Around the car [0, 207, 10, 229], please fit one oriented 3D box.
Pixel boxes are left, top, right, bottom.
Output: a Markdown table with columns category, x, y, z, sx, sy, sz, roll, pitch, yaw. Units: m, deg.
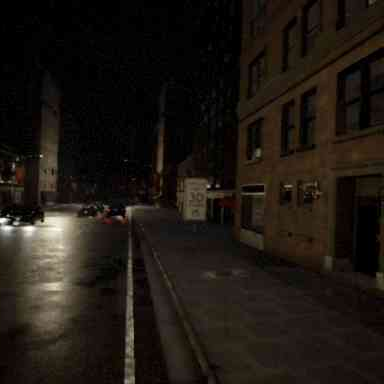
| category | x | y | z | sx | sy | sz | roll | pitch | yaw |
| --- | --- | --- | --- | --- | --- | --- | --- | --- | --- |
| car | -11.511 | 1.647 | 16.916 | 2.033 | 1.411 | 5.357 | 2 | -2 | -11 |

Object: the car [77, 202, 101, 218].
| category | x | y | z | sx | sy | sz | roll | pitch | yaw |
| --- | --- | --- | --- | --- | --- | --- | --- | --- | --- |
| car | -12.107 | 2.230 | 38.674 | 1.994 | 1.385 | 4.181 | 2 | -2 | -11 |

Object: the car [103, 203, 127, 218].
| category | x | y | z | sx | sy | sz | roll | pitch | yaw |
| --- | --- | --- | --- | --- | --- | --- | --- | --- | --- |
| car | -9.015 | 2.150 | 39.794 | 2.097 | 1.767 | 4.553 | 2 | -2 | -10 |

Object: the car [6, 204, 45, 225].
| category | x | y | z | sx | sy | sz | roll | pitch | yaw |
| --- | --- | --- | --- | --- | --- | --- | --- | --- | --- |
| car | -13.422 | 1.819 | 27.169 | 1.837 | 1.490 | 4.892 | 2 | -2 | -11 |

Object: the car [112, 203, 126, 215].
| category | x | y | z | sx | sy | sz | roll | pitch | yaw |
| --- | --- | --- | --- | --- | --- | --- | --- | --- | --- |
| car | -11.000 | 2.511 | 50.183 | 1.837 | 1.490 | 4.892 | 2 | -1 | -10 |

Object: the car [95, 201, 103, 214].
| category | x | y | z | sx | sy | sz | roll | pitch | yaw |
| --- | --- | --- | --- | --- | --- | --- | --- | --- | --- |
| car | -14.060 | 2.221 | 48.865 | 2.097 | 1.767 | 4.553 | 2 | -2 | -10 |

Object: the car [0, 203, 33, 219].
| category | x | y | z | sx | sy | sz | roll | pitch | yaw |
| --- | --- | --- | --- | --- | --- | --- | --- | --- | --- |
| car | -18.004 | 1.915 | 34.139 | 1.994 | 1.385 | 4.181 | 2 | -2 | -10 |
